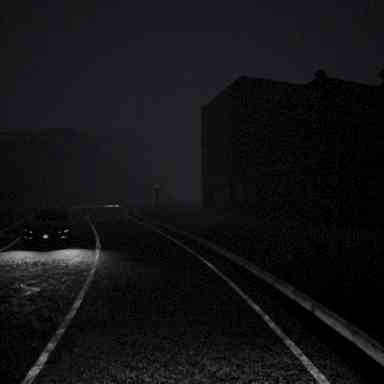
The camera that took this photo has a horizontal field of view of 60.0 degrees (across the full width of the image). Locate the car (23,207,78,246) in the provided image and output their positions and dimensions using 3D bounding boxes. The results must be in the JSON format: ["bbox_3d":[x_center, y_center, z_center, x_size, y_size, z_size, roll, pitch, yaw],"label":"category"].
[{"bbox_3d":[-6.341,1.468,15.227,1.837,1.490,4.892,1,0,-16],"label":"car"}]

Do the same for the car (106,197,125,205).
[{"bbox_3d":[-12.788,1.518,55.658,1.994,1.385,4.181,-1,0,8],"label":"car"}]
